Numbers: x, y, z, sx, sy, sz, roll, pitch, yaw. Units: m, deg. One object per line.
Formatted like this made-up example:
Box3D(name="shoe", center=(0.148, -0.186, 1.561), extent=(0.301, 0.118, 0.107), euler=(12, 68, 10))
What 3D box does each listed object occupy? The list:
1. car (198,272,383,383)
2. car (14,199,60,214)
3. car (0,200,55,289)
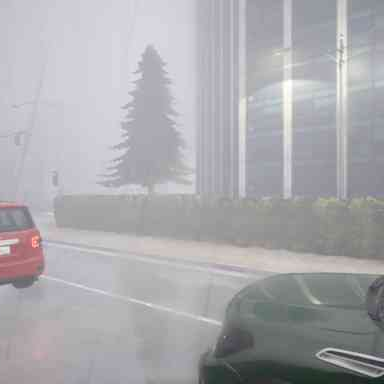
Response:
Box3D(name="car", center=(2.711, 1.221, 2.057), extent=(5.566, 2.045, 2.150), euler=(0, 0, 36))
Box3D(name="car", center=(-17.214, 1.564, 37.021), extent=(1.994, 1.385, 4.181), euler=(0, 0, 36))
Box3D(name="car", center=(-5.762, 1.221, 8.033), extent=(5.566, 2.045, 2.150), euler=(0, 0, 38))
